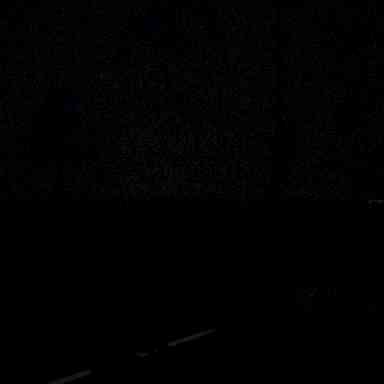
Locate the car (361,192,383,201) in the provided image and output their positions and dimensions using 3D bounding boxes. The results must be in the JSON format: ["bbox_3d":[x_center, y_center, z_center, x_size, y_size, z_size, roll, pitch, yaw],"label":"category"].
[{"bbox_3d":[33.979,0.926,63.327,1.895,1.301,4.718,1,1,9],"label":"car"}]
